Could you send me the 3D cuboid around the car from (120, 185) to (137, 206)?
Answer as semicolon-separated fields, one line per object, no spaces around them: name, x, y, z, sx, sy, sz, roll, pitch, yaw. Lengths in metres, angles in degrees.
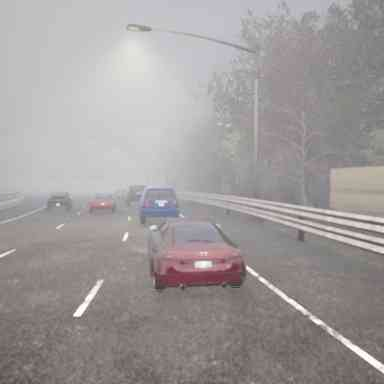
car;-5.730;0.288;33.897;2.150;2.045;5.566;0;2;-17

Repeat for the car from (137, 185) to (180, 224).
car;-2.054;0.671;19.958;2.150;2.045;5.566;0;2;-10

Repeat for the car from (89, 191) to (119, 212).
car;-7.274;0.818;27.078;1.994;1.385;4.181;0;2;-15

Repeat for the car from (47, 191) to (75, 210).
car;-11.421;0.707;29.037;1.837;1.490;4.892;0;2;-16

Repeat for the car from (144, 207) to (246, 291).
car;-0.094;1.327;8.473;1.994;1.385;4.181;0;2;-9

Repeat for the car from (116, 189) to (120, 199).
car;-9.167;0.360;43.190;2.033;1.411;5.357;-1;2;-23
